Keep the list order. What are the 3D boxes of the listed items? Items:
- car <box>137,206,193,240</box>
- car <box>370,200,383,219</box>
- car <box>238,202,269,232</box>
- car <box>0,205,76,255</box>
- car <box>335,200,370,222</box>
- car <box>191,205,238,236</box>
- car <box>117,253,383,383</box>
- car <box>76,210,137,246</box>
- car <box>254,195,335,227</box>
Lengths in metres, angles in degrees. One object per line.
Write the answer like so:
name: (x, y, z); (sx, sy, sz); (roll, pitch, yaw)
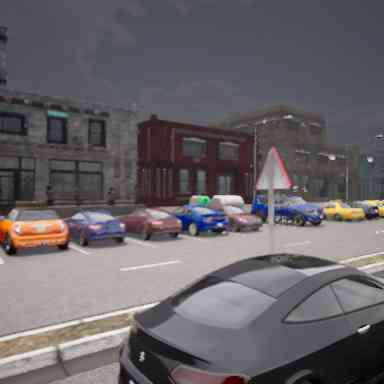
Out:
car: (-2.269, 1.539, 17.094); (2.002, 1.452, 4.674); (0, 0, -36)
car: (13.349, 1.542, 28.431); (2.163, 1.488, 4.792); (0, 0, -36)
car: (2.196, 1.537, 20.330); (2.002, 1.452, 4.674); (0, 0, -36)
car: (-6.722, 1.378, 13.838); (2.185, 1.767, 4.553); (0, 0, -36)
car: (11.023, 1.503, 26.941); (1.946, 1.575, 5.366); (0, 0, -36)
car: (-0.034, 1.497, 18.708); (2.097, 1.535, 5.008); (0, 0, -36)
car: (1.410, 1.529, 4.148); (4.674, 1.442, 1.812); (0, 0, -36)
car: (-4.609, 1.541, 15.401); (2.002, 1.452, 4.674); (0, 0, -36)
car: (6.682, 1.247, 23.537); (2.435, 2.045, 5.566); (0, 0, -36)
